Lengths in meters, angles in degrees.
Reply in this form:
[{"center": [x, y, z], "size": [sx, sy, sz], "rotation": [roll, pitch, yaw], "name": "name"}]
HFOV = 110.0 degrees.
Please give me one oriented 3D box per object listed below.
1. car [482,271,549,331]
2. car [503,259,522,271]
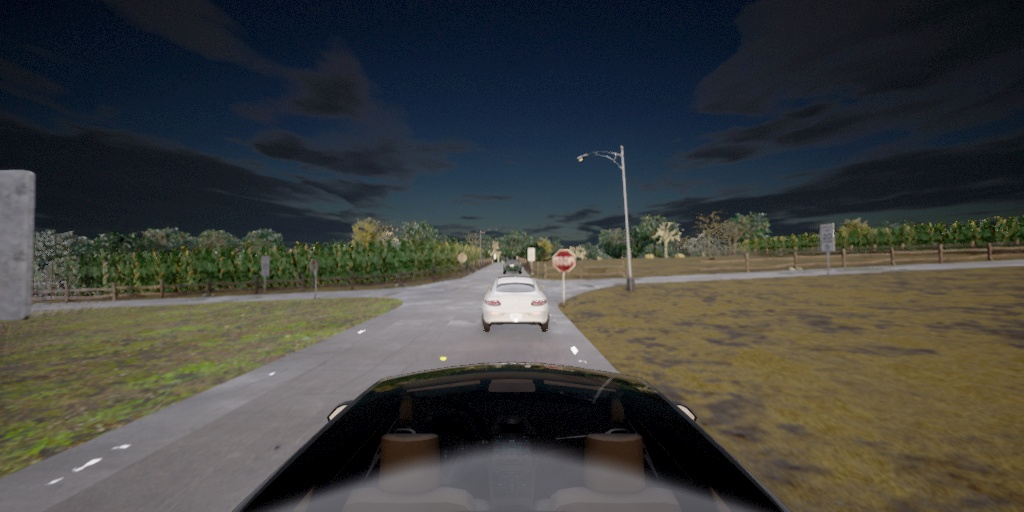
[{"center": [0.094, 1.362, 11.301], "size": [1.812, 1.442, 4.674], "rotation": [0, 0, 0], "name": "car"}, {"center": [0.057, 1.167, 42.703], "size": [2.097, 1.767, 4.553], "rotation": [0, 0, 0], "name": "car"}]
